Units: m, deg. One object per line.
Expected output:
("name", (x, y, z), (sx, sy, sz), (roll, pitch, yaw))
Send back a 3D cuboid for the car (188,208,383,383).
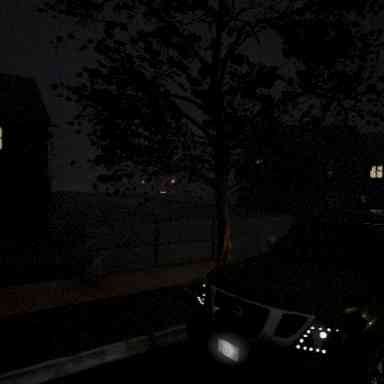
("car", (2.611, 1.283, 4.957), (5.566, 2.045, 2.150), (1, -1, -36))
